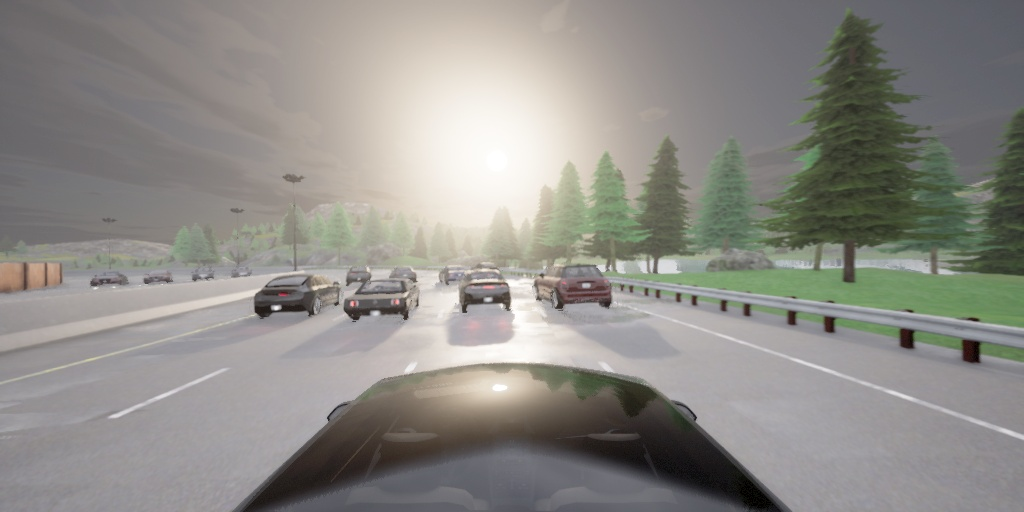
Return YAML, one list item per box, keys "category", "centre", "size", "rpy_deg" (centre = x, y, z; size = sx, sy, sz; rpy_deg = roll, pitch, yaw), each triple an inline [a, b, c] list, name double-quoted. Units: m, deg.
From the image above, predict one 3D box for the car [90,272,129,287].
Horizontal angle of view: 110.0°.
- category: "car"
  centre: [-39.966, 2.266, 35.707]
  size: [1.994, 1.385, 4.181]
  rpy_deg: [-1, 0, -38]

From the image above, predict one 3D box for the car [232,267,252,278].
- category: "car"
  centre: [-32.920, 2.053, 43.707]
  size: [2.128, 1.511, 4.902]
  rpy_deg: [-1, 0, -39]

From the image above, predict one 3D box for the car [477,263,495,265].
- category: "car"
  centre: [-2.480, 1.370, 32.589]
  size: [1.837, 1.490, 4.892]
  rpy_deg: [-1, 0, -21]

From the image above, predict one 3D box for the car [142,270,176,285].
- category: "car"
  centre: [-37.208, 2.171, 37.872]
  size: [1.812, 1.442, 4.674]
  rpy_deg: [-1, 0, -38]

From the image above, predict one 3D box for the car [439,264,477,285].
- category: "car"
  centre: [-4.546, 1.449, 28.089]
  size: [2.033, 1.411, 5.357]
  rpy_deg: [-1, 0, -19]

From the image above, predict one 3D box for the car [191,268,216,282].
- category: "car"
  centre: [-35.367, 2.103, 41.180]
  size: [2.128, 1.511, 4.902]
  rpy_deg: [-1, 0, -39]

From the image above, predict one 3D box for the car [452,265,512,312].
- category: "car"
  centre: [-1.222, 1.293, 14.641]
  size: [2.128, 1.511, 4.902]
  rpy_deg: [-1, 0, -10]

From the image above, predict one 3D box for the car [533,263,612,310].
- category: "car"
  centre: [2.285, 1.075, 14.741]
  size: [2.097, 1.767, 4.553]
  rpy_deg: [-1, 0, -9]

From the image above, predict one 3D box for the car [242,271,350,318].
- category: "car"
  centre: [-8.231, 1.462, 14.249]
  size: [1.837, 1.490, 4.892]
  rpy_deg: [-1, 0, -10]

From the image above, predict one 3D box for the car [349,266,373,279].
- category: "car"
  centre: [-12.604, 1.575, 29.683]
  size: [2.128, 1.511, 4.902]
  rpy_deg: [-1, 0, -22]

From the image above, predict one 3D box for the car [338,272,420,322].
- category: "car"
  centre: [-4.487, 1.472, 13.129]
  size: [1.895, 1.301, 4.718]
  rpy_deg: [-1, 0, -8]

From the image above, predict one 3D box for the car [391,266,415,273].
- category: "car"
  centre: [-9.458, 1.580, 31.192]
  size: [1.994, 1.385, 4.181]
  rpy_deg: [-1, 0, -22]
